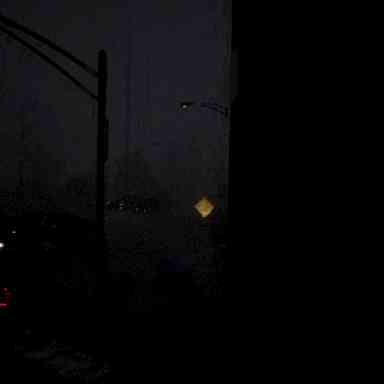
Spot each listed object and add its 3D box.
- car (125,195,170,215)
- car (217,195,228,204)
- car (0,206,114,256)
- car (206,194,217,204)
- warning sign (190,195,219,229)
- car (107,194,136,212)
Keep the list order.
[{"bbox_3d":[-3.814,1.288,31.537,1.837,1.490,4.892,2,1,26],"label":"car"},{"bbox_3d":[6.253,1.248,52.068,2.033,1.411,5.357,2,1,25],"label":"car"},{"bbox_3d":[-5.480,1.509,13.377,1.837,1.490,4.892,-1,0,21],"label":"car"},{"bbox_3d":[3.179,1.134,53.171,1.837,1.490,4.892,2,0,25],"label":"car"},{"bbox_3d":[0.736,1.158,19.495,1.300,1.860,1.060,2,1,27],"label":"warning sign"},{"bbox_3d":[-6.499,1.056,33.427,2.097,1.767,4.553,2,1,26],"label":"car"}]
